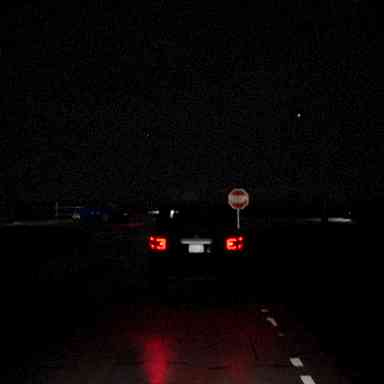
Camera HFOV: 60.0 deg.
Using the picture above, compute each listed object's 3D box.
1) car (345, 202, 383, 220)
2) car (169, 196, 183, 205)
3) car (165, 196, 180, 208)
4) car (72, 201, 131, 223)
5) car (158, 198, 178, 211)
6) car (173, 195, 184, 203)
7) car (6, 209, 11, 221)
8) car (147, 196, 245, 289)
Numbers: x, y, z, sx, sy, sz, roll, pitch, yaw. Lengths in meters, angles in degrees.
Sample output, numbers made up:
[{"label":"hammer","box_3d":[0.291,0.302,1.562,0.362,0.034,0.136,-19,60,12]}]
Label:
[{"label":"car","box_3d":[14.619,1.495,26.677,4.181,1.385,1.994,0,-1,-1]},{"label":"car","box_3d":[-2.788,1.460,58.704,2.033,1.411,5.357,0,0,1]},{"label":"car","box_3d":[-2.835,1.403,48.941,1.882,1.535,5.008,0,0,0]},{"label":"car","box_3d":[-6.859,1.463,25.025,5.008,1.535,1.882,-1,-2,32]},{"label":"car","box_3d":[-2.840,1.500,40.109,1.994,1.385,4.181,0,0,0]},{"label":"car","box_3d":[-2.762,1.444,69.195,2.033,1.411,5.357,0,0,0]},{"label":"car","box_3d":[-15.424,1.371,23.621,4.553,1.767,2.097,0,-1,-2]},{"label":"car","box_3d":[0.098,1.204,9.256,2.150,2.045,5.566,0,0,0]}]
